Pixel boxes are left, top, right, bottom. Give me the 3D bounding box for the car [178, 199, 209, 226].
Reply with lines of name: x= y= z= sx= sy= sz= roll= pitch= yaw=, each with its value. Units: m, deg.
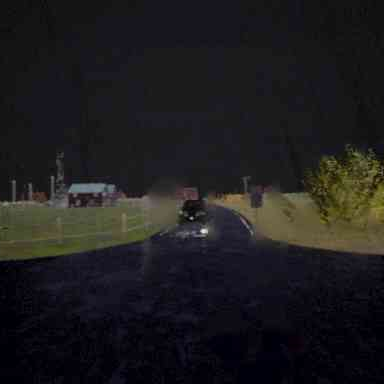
car: x=0.238 y=1.633 z=27.659 sx=2.150 sy=2.045 sz=5.566 roll=-1 pitch=-1 yaw=6
